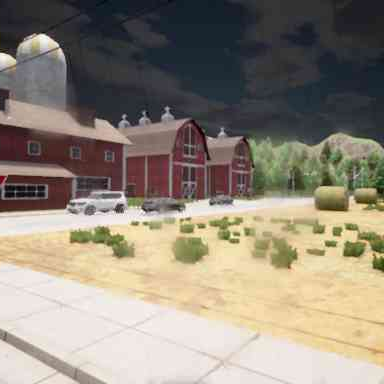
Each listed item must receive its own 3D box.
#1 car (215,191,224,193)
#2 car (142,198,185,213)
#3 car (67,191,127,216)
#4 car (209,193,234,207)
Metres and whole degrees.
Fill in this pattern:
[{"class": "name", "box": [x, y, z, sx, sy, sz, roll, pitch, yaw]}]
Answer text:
[{"class": "car", "box": [4.648, 0.838, 54.951, 1.905, 1.878, 3.866, 6, 1, -8]}, {"class": "car", "box": [-2.552, 1.265, 31.002, 2.128, 1.511, 4.902, 1, 0, 35]}, {"class": "car", "box": [-8.198, 0.959, 29.322, 2.150, 2.045, 5.566, 1, 0, 35]}, {"class": "car", "box": [4.183, 1.243, 47.014, 1.837, 1.490, 4.892, 1, 0, 35]}]
